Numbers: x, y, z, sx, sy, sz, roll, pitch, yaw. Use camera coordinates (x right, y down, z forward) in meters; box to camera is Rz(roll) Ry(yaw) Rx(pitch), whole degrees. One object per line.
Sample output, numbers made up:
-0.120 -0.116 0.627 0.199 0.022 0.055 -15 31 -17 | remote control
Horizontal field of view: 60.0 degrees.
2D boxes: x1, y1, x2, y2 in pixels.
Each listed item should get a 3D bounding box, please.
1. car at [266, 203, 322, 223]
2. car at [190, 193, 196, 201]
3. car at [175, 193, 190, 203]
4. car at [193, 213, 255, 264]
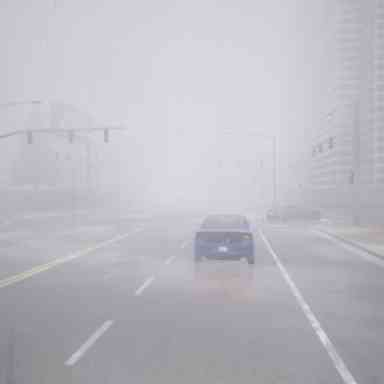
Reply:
7.822 1.548 25.487 4.181 1.385 1.994 0 0 -22 | car
-0.145 1.472 82.760 1.812 1.442 4.674 0 0 7 | car
-2.164 1.461 67.400 1.837 1.490 4.892 0 0 8 | car
1.218 1.471 11.926 1.882 1.535 5.008 0 0 8 | car
